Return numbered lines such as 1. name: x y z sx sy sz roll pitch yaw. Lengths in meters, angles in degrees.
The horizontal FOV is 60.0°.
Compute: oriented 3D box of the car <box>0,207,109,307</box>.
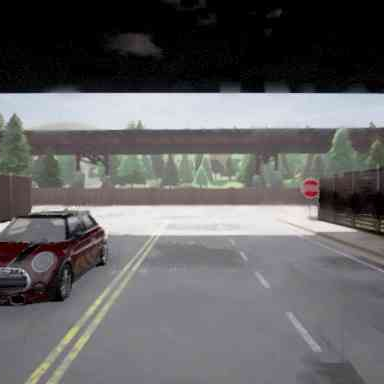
1. car: -3.563 1.290 8.096 2.097 1.767 4.553 0 0 0
